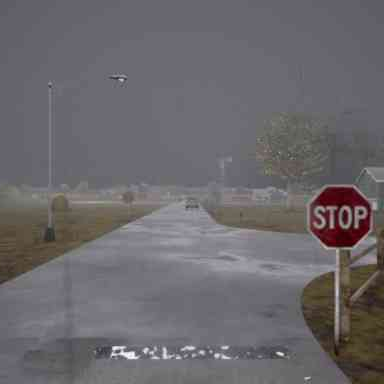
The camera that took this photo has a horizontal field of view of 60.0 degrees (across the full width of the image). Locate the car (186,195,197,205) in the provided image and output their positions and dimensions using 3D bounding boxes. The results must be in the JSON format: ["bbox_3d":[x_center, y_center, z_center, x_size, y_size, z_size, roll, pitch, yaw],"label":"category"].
[{"bbox_3d":[-0.081,1.725,70.930,2.150,2.045,5.566,0,-1,0],"label":"car"}]

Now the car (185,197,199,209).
[{"bbox_3d":[0.042,1.874,50.517,1.994,1.385,4.181,0,-1,0],"label":"car"}]

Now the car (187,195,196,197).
[{"bbox_3d":[-0.066,1.645,60.567,2.150,2.045,5.566,0,-1,0],"label":"car"}]
